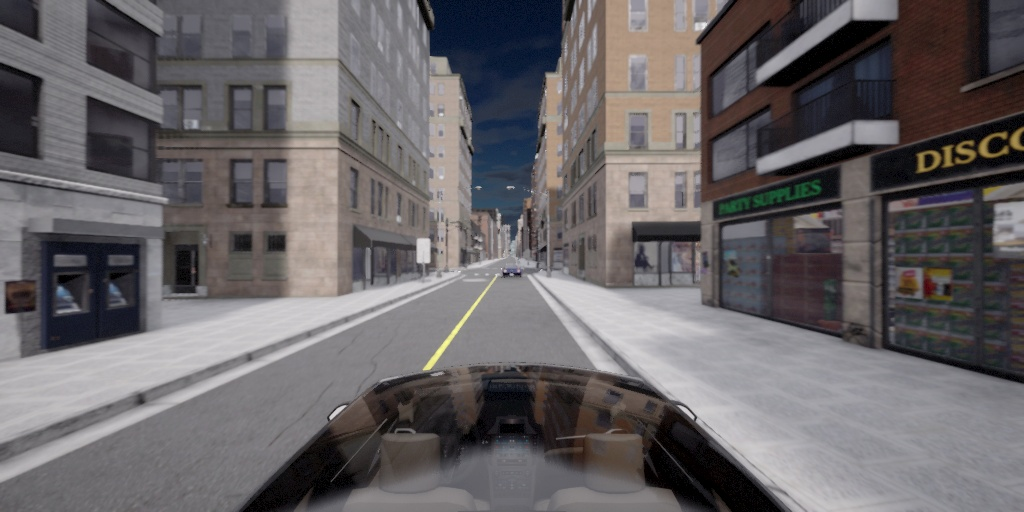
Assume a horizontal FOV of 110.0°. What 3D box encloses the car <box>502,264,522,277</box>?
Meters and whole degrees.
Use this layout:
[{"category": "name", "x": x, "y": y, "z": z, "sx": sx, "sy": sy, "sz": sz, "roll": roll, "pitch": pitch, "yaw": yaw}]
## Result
[{"category": "car", "x": 0.000, "y": 1.401, "z": 34.571, "sx": 1.895, "sy": 1.301, "sz": 4.718, "roll": 0, "pitch": 0, "yaw": 0}]
